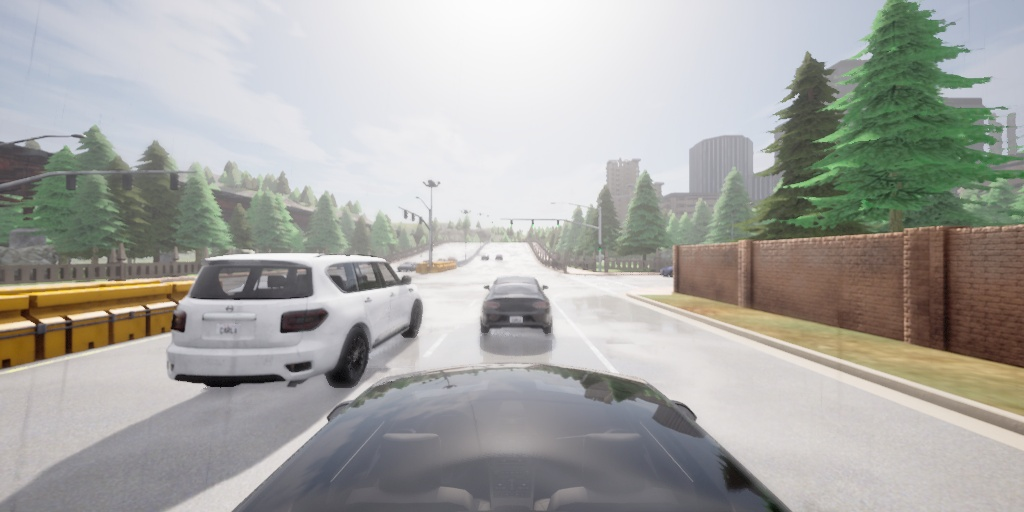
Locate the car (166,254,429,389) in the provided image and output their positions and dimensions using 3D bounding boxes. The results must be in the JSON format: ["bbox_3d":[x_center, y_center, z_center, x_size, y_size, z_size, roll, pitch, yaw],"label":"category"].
[{"bbox_3d":[-3.415,0.986,7.045,2.150,2.045,5.566,0,0,1],"label":"car"}]

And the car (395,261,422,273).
[{"bbox_3d":[-13.864,1.419,48.511,2.033,1.411,5.357,0,0,0],"label":"car"}]

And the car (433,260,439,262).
[{"bbox_3d":[-13.804,1.403,58.719,1.837,1.490,4.892,0,0,0],"label":"car"}]

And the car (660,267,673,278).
[{"bbox_3d":[17.055,1.364,35.355,4.674,1.442,1.812,0,0,0],"label":"car"}]

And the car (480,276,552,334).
[{"bbox_3d":[0.121,1.299,10.568,1.812,1.442,4.674,0,0,1],"label":"car"}]
